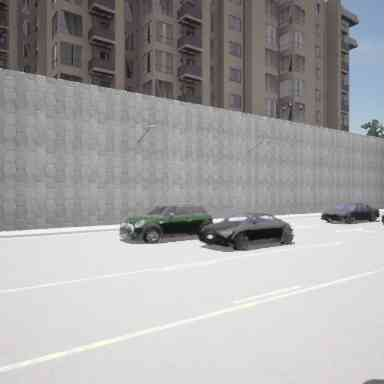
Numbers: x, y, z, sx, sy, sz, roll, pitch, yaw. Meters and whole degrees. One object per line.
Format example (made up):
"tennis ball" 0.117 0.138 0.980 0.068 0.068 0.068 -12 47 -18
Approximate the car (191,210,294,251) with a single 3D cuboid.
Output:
"car" 2.360 1.569 14.082 4.181 1.385 1.994 0 0 -34

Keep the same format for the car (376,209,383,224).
"car" 14.860 1.362 22.536 4.553 1.767 2.097 0 0 -34

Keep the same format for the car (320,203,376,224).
"car" 11.893 1.558 24.759 5.357 1.411 2.033 0 0 -34

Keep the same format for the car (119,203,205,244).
"car" -1.127 1.355 15.934 4.553 1.767 2.097 0 0 -34
